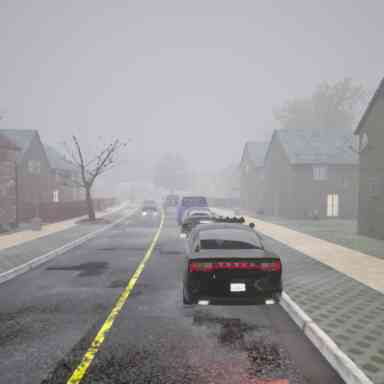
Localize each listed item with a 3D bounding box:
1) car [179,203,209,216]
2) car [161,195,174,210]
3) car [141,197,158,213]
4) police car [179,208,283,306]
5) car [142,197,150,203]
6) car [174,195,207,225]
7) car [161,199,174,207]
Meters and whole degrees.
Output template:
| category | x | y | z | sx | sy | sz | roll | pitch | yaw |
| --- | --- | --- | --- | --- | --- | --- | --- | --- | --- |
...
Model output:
| category | x | y | z | sx | sy | sz | roll | pitch | yaw |
| --- | --- | --- | --- | --- | --- | --- | --- | --- | --- |
| car | 0.354 | 1.546 | 18.204 | 1.812 | 1.442 | 4.674 | 0 | 0 | -3 |
| car | -2.676 | 1.357 | 44.513 | 2.150 | 2.045 | 5.566 | 0 | 0 | -7 |
| car | -5.048 | 1.670 | 39.818 | 2.033 | 1.411 | 5.357 | 0 | 0 | -6 |
| police car | 0.721 | 1.426 | 8.255 | 1.930 | 1.638 | 5.238 | 0 | 0 | -1 |
| car | -11.532 | 2.000 | 82.835 | 1.837 | 1.490 | 4.892 | 0 | -1 | -10 |
| car | 0.003 | 1.263 | 24.264 | 2.150 | 2.045 | 5.566 | 0 | 0 | -4 |
| car | -4.200 | 1.815 | 56.057 | 1.895 | 1.301 | 4.718 | 0 | 0 | -9 |
